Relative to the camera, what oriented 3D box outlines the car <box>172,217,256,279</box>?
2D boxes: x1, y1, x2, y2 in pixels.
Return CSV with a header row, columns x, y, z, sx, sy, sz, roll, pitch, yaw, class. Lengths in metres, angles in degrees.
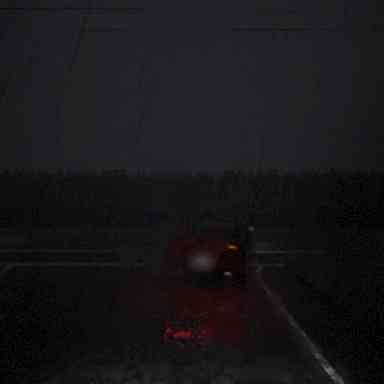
x,y,z,sx,sy,sz,roll,pitch,yaw,class
0.847,1.514,10.326,1.882,1.535,5.008,-1,0,14,car
